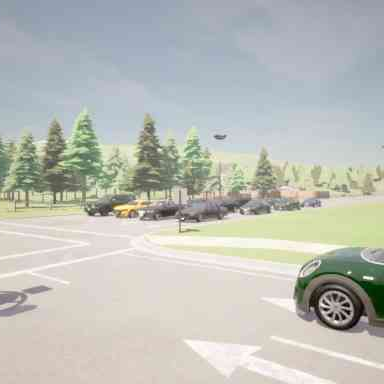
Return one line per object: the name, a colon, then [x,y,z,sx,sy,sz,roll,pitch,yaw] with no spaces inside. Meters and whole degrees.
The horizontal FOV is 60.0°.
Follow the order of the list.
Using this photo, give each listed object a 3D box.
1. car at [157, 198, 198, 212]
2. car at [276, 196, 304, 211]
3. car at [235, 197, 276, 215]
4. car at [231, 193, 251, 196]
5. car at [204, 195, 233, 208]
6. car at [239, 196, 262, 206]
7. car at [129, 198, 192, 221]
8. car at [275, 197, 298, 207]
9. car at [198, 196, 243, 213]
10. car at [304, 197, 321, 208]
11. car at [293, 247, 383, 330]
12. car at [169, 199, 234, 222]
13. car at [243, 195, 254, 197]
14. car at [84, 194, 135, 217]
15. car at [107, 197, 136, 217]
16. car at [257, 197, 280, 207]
car: [-1.687,1.547,40.564,2.033,1.411,5.357,0,0,36]
car: [11.812,1.352,41.210,2.097,1.767,4.553,0,0,36]
car: [6.585,1.526,34.072,1.812,1.442,4.674,0,0,36]
car: [6.426,1.221,45.706,2.150,2.045,5.566,0,0,36]
car: [3.948,1.352,48.240,2.097,1.767,4.553,0,0,36]
car: [9.986,1.478,56.417,1.882,1.535,5.008,0,0,37]
car: [-2.482,1.491,27.645,2.128,1.511,4.902,0,0,36]
car: [14.549,1.526,50.824,1.812,1.442,4.674,0,0,37]
car: [3.077,1.478,35.226,1.882,1.535,5.008,0,0,36]
car: [17.724,1.526,49.228,1.812,1.442,4.674,0,0,37]
car: [4.059,1.352,5.394,4.553,1.767,2.097,0,0,35]
car: [0.906,1.547,26.346,2.033,1.411,5.357,0,0,36]
car: [8.657,1.491,42.830,2.128,1.511,4.902,0,0,36]
car: [-7.705,1.221,32.357,2.150,2.045,5.566,0,0,36]
car: [-4.872,1.478,30.303,1.882,1.535,5.008,0,0,36]
car: [12.398,1.564,53.796,1.994,1.385,4.181,0,0,37]
